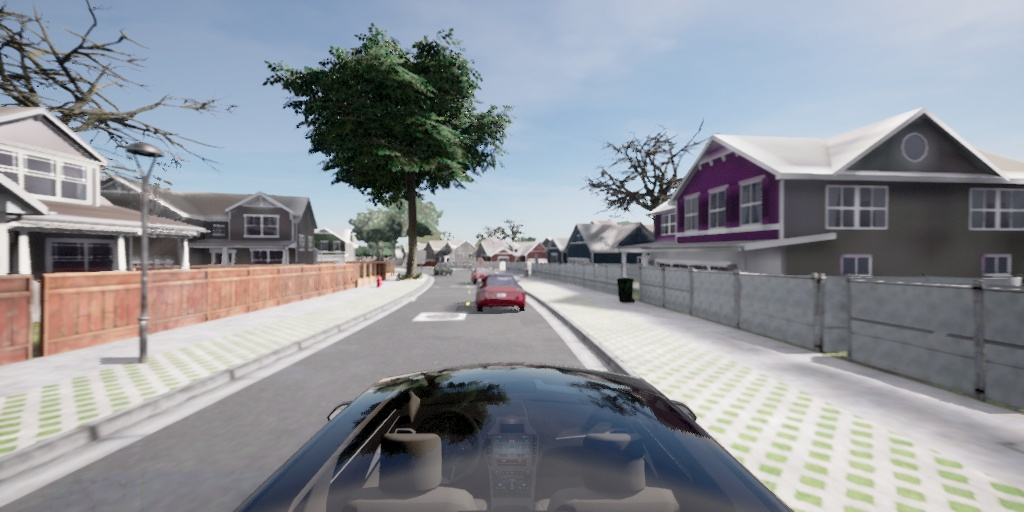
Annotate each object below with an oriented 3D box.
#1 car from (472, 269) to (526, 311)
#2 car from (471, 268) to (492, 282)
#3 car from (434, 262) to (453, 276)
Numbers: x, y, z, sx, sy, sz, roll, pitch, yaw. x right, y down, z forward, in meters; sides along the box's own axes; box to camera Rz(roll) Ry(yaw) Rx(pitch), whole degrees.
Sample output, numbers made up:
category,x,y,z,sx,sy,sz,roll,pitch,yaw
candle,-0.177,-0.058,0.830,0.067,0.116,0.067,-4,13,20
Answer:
category,x,y,z,sx,sy,sz,roll,pitch,yaw
car,-0.544,1.452,15.444,1.994,1.385,4.181,0,-1,-4
car,-2.442,1.644,30.215,1.895,1.301,4.718,0,-1,-10
car,-8.769,1.593,45.586,2.097,1.767,4.553,0,-1,-15
